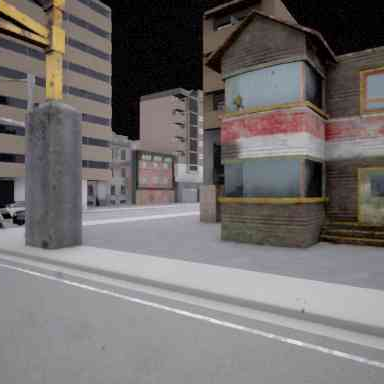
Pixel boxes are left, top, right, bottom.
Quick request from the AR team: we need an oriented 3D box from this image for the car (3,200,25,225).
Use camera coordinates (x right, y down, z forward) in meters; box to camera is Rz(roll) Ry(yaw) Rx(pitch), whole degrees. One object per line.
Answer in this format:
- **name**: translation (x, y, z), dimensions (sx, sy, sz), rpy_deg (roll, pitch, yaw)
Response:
- **car**: translation (-10.065, 1.397, 22.985), dimensions (2.038, 1.542, 4.974), rpy_deg (0, 0, 15)

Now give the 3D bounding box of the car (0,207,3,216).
- **car**: translation (-13.222, 1.233, 25.685), dimensions (4.536, 1.218, 1.853), rpy_deg (0, 0, -30)
